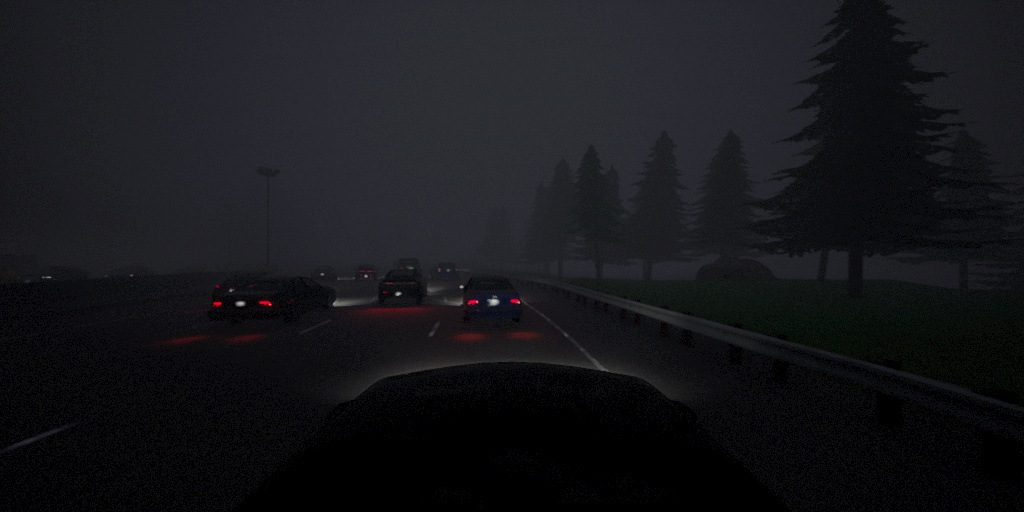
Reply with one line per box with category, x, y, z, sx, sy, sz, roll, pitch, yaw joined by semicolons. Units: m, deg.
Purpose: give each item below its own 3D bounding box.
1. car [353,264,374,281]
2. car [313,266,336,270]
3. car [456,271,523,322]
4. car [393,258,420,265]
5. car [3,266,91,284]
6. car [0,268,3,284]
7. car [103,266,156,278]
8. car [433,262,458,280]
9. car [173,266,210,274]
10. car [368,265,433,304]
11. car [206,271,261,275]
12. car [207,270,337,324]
car;-13.549;1.500;33.257;1.837;1.490;4.892;0;-1;-23
car;-17.105;1.560;32.663;1.994;1.385;4.181;0;0;-23
car;-0.841;1.377;12.698;2.033;1.411;5.357;0;0;-8
car;-9.671;1.208;33.102;2.150;2.045;5.566;0;-1;-21
car;-33.582;1.470;26.398;2.128;1.511;4.902;0;-1;-25
car;-36.472;1.446;24.318;1.882;1.535;5.008;0;-1;-24
car;-31.165;1.522;29.437;1.812;1.442;4.674;0;0;-26
car;-6.582;1.346;34.646;2.097;1.767;4.553;0;0;-21
car;-28.654;1.576;32.195;1.994;1.385;4.181;0;0;-27
car;-5.101;1.359;17.131;2.128;1.511;4.902;0;0;-10
car;-12.263;1.444;17.247;1.994;1.385;4.181;0;0;-12
car;-7.841;1.386;12.381;2.033;1.411;5.357;0;0;-8
